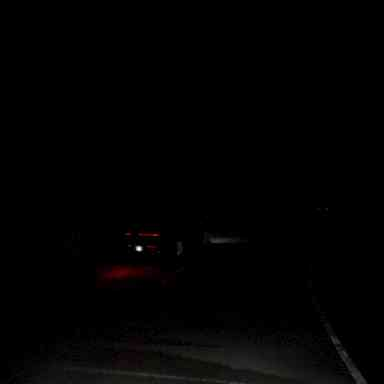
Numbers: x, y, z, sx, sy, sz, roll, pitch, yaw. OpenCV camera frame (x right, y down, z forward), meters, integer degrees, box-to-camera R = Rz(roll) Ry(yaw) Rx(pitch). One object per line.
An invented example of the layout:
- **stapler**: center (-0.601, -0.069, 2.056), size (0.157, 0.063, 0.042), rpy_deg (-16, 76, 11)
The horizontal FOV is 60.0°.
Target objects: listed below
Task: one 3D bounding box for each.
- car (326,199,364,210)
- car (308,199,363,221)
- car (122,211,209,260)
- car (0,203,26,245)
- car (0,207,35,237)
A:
- **car**: center (20.236, 1.653, 44.018), size (4.718, 1.301, 1.895), rpy_deg (0, 0, -21)
- **car**: center (11.888, 1.383, 27.977), size (4.553, 1.767, 2.097), rpy_deg (0, 0, -35)
- **car**: center (-0.797, 1.503, 12.602), size (1.837, 1.490, 4.892), rpy_deg (-1, 0, 20)
- **car**: center (-8.292, 1.331, 12.684), size (2.097, 1.767, 4.553), rpy_deg (0, 0, 19)
- **car**: center (-10.430, 1.538, 16.882), size (1.994, 1.385, 4.181), rpy_deg (0, 0, 23)
